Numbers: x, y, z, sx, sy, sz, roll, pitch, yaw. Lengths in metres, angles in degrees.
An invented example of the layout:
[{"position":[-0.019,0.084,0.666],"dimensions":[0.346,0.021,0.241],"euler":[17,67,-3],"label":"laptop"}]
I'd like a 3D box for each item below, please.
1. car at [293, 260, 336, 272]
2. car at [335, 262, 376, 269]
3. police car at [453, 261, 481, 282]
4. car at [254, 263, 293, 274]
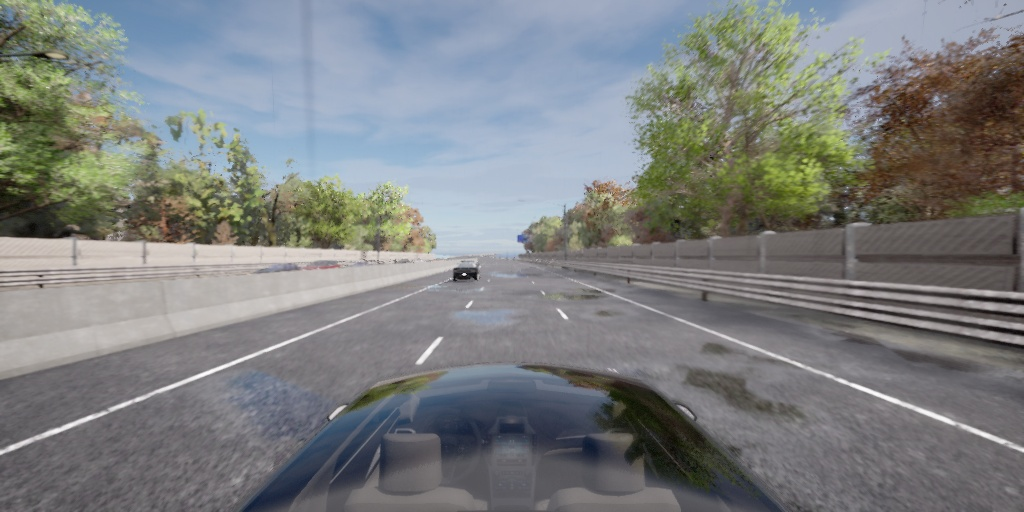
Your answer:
[{"position":[-17.792,1.169,33.484],"dimensions":[2.097,1.767,4.553],"euler":[0,0,-1],"label":"car"},{"position":[-14.301,1.303,34.043],"dimensions":[2.128,1.511,4.902],"euler":[0,0,-1],"label":"car"},{"position":[-3.679,1.214,29.850],"dimensions":[1.930,1.638,5.238],"euler":[0,0,-1],"label":"police car"},{"position":[-21.283,1.372,33.181],"dimensions":[2.033,1.411,5.357],"euler":[0,0,0],"label":"car"}]
